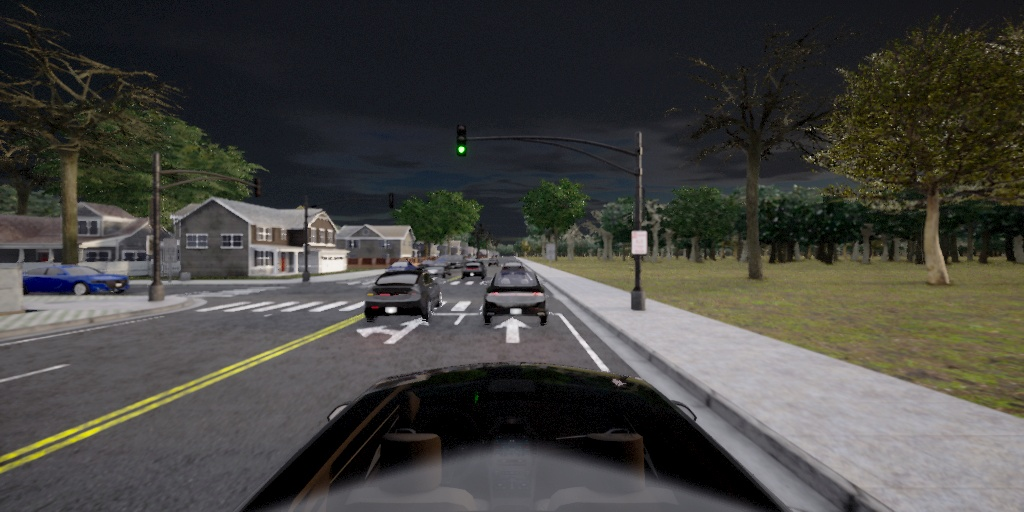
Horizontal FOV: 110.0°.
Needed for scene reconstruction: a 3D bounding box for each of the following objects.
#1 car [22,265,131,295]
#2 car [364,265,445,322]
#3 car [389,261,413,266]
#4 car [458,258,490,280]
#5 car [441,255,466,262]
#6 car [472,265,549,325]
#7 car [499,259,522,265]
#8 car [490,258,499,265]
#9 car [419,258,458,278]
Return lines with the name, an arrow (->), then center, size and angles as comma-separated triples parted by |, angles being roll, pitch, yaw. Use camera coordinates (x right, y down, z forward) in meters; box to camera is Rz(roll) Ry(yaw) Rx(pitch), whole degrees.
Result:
car -> -22.749, 1.223, 18.479 | 5.008, 1.535, 1.882 | 0, 0, 0
car -> -3.538, 1.231, 12.251 | 1.837, 1.490, 4.892 | 0, 0, -5
car -> -9.854, 1.201, 32.115 | 1.812, 1.442, 4.674 | 0, 0, 0
car -> -3.152, 1.183, 30.837 | 1.837, 1.490, 4.892 | 0, 0, 0
car -> -6.608, 0.864, 42.957 | 2.150, 2.045, 5.566 | 0, 0, 0
car -> 0.101, 1.219, 11.704 | 2.128, 1.511, 4.902 | 0, 0, 0
car -> 0.095, 1.156, 30.872 | 1.882, 1.535, 5.008 | 0, 0, 0
car -> -3.257, 1.085, 62.882 | 1.837, 1.490, 4.892 | 0, 0, 0
car -> -6.603, 1.166, 32.364 | 2.128, 1.511, 4.902 | 0, 0, 0
